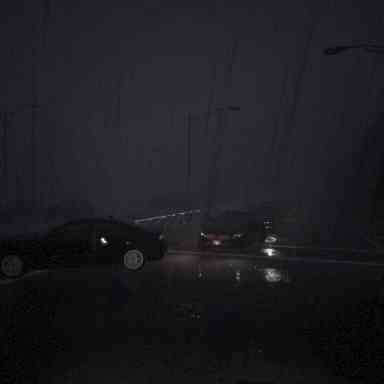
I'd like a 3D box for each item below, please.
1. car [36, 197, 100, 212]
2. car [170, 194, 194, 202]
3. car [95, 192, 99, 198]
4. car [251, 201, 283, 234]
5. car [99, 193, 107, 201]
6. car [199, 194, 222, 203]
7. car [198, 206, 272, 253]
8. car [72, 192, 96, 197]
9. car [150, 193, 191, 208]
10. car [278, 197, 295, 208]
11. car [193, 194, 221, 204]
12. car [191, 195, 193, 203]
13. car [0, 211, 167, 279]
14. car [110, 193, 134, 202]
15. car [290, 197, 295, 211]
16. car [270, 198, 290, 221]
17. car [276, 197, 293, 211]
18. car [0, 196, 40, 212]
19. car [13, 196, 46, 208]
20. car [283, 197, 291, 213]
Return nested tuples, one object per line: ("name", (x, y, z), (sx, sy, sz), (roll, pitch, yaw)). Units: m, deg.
("car", (-8.991, 1.356, 24.197), (3.633, 1.501, 1.845), (0, 0, 19))
("car", (-1.984, 1.258, 68.667), (4.514, 1.523, 2.007), (0, 0, 19))
("car", (-21.737, 1.299, 67.996), (3.806, 1.475, 1.970), (0, 0, 19))
("car", (3.997, 1.490, 19.271), (1.837, 1.490, 4.892), (0, 0, 19))
("car", (-20.090, 1.015, 70.948), (3.866, 1.878, 1.905), (0, 0, 19))
("car", (3.515, 1.203, 62.934), (3.806, 1.475, 1.970), (0, 0, 19))
("car", (1.841, 1.514, 13.866), (1.812, 1.442, 4.674), (0, 0, 25))
("car", (-18.369, 1.249, 53.741), (4.514, 1.523, 2.007), (0, 0, 19))
("car", (-2.892, 1.075, 41.752), (4.605, 1.855, 1.932), (0, 0, 19))
("car", (13.624, 1.469, 47.636), (2.128, 1.511, 4.902), (0, 0, 19))
("car", (1.760, 1.126, 56.753), (5.027, 1.636, 2.152), (0, 0, 19))
("car", (-2.349, 1.053, 44.636), (3.866, 1.878, 1.905), (0, 0, 19))
("car", (-3.264, 1.475, 9.850), (5.008, 1.535, 1.882), (0, 0, -15))
("car", (-13.694, 1.046, 65.309), (4.605, 1.855, 1.932), (0, 0, 19))
("car", (9.852, 1.544, 36.510), (1.994, 1.385, 4.181), (0, 0, 19))
("car", (5.916, 1.475, 24.914), (2.128, 1.511, 4.902), (0, 0, 19))
("car", (11.734, 1.484, 42.063), (1.837, 1.490, 4.892), (0, 0, 19))
("car", (-15.061, 1.356, 29.403), (3.806, 1.475, 1.970), (0, 0, 19))
("car", (-21.619, 1.274, 44.291), (3.633, 1.501, 1.845), (0, 0, 19))
("car", (7.803, 1.487, 30.475), (1.837, 1.490, 4.892), (0, 0, 19))
